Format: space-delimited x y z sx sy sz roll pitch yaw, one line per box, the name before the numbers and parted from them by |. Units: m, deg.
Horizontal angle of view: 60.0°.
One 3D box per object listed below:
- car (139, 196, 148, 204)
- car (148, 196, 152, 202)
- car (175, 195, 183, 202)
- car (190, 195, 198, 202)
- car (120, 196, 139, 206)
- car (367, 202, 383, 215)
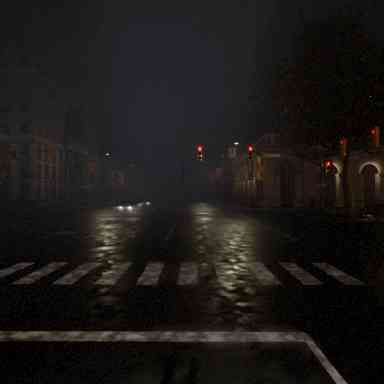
car | -10.339 1.478 63.708 1.882 1.535 5.008 0 0 1
car | -10.150 1.595 73.989 1.895 1.301 4.718 0 0 1
car | -3.088 1.449 78.591 2.128 1.511 4.902 0 0 1
car | 0.412 1.450 78.545 2.128 1.511 4.902 0 0 1
car | -10.430 1.601 54.624 1.895 1.301 4.718 0 0 0
car | 19.572 1.564 32.701 4.181 1.385 1.994 0 0 0
